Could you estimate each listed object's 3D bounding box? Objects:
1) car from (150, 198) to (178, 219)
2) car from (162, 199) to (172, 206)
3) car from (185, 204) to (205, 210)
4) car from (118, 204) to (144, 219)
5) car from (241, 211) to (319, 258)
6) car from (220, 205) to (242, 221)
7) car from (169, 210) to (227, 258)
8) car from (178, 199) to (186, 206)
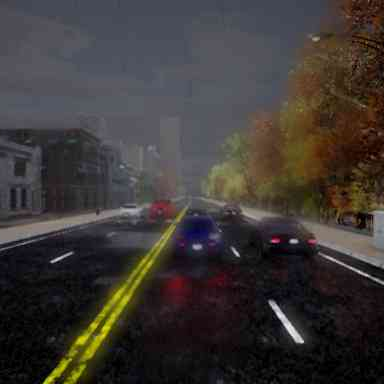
[{"bbox_3d":[-2.997,1.648,34.357,2.150,2.045,5.566,0,-1,1],"label":"car"},{"bbox_3d":[-5.710,2.318,75.632,1.837,1.490,4.892,0,-1,1],"label":"car"},{"bbox_3d":[0.448,2.028,34.224,1.895,1.301,4.718,0,-1,1],"label":"car"},{"bbox_3d":[-6.249,1.948,34.085,1.812,1.442,4.674,0,-1,1],"label":"car"},{"bbox_3d":[3.467,1.720,13.549,2.033,1.411,5.357,0,-1,2],"label":"car"},{"bbox_3d":[3.662,1.935,30.895,2.033,1.411,5.357,0,-1,1],"label":"car"},{"bbox_3d":[0.213,1.695,13.449,1.812,1.442,4.674,0,0,1],"label":"car"},{"bbox_3d":[-2.446,2.335,76.987,2.128,1.511,4.902,0,-1,1],"label":"car"}]
